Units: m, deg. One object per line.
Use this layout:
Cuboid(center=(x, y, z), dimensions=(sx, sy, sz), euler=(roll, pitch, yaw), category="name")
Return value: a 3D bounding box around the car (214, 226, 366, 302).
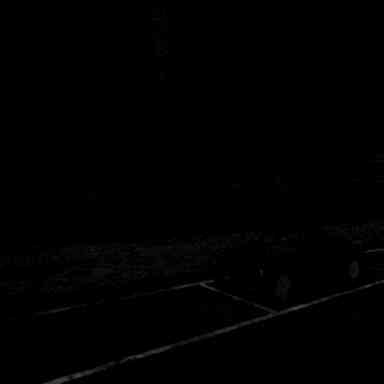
Cuboid(center=(2.586, 1.600, 8.382), dimensions=(4.507, 1.381, 1.887), euler=(1, -1, -35), category="car")
